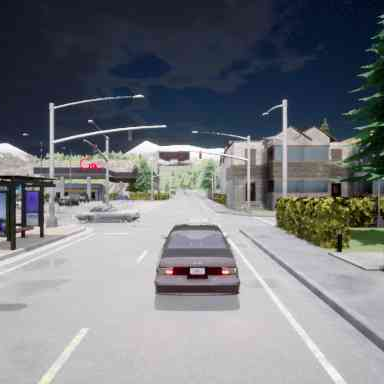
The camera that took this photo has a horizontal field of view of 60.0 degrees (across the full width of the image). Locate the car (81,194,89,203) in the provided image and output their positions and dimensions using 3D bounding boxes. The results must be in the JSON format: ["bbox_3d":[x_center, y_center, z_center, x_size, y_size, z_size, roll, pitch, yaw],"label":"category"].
[{"bbox_3d":[-22.590,1.268,68.904,1.905,1.878,3.866,0,0,0],"label":"car"}]

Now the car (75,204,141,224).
[{"bbox_3d":[-6.406,1.730,25.911,4.718,1.301,1.895,-1,1,0],"label":"car"}]

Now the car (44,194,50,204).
[{"bbox_3d":[-25.859,1.289,61.029,1.932,1.855,4.605,0,0,0],"label":"car"}]

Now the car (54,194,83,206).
[{"bbox_3d":[-18.896,1.490,51.033,2.007,1.523,4.514,0,0,0],"label":"car"}]

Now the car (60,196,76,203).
[{"bbox_3d":[-25.916,1.552,69.508,1.970,1.475,3.806,0,0,0],"label":"car"}]

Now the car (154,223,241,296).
[{"bbox_3d":[0.105,1.547,8.828,2.033,1.411,5.357,0,0,0],"label":"car"}]
